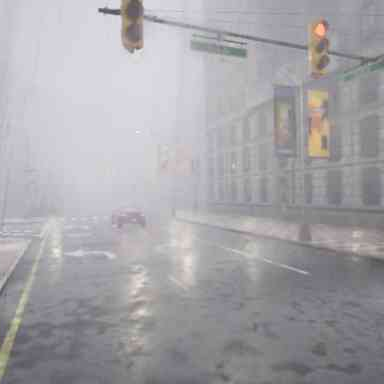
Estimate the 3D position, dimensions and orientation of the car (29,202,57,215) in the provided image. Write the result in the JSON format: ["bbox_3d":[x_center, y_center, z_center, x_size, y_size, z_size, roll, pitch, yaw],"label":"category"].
[{"bbox_3d":[-19.281,2.065,42.943,4.902,1.511,2.128,-1,0,41],"label":"car"}]

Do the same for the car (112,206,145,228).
[{"bbox_3d":[-4.671,1.720,24.208,1.812,1.442,4.674,-1,0,-22],"label":"car"}]
